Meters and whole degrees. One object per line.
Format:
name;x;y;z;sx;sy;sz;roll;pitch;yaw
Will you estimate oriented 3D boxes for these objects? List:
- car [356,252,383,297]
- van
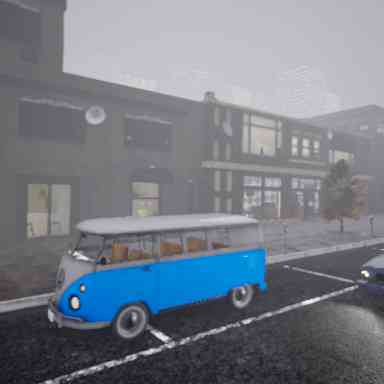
car;5.981;1.552;7.646;5.357;1.411;2.033;0;0;-36
van;-0.402;1.343;6.215;3.998;1.788;1.690;0;1;-35
